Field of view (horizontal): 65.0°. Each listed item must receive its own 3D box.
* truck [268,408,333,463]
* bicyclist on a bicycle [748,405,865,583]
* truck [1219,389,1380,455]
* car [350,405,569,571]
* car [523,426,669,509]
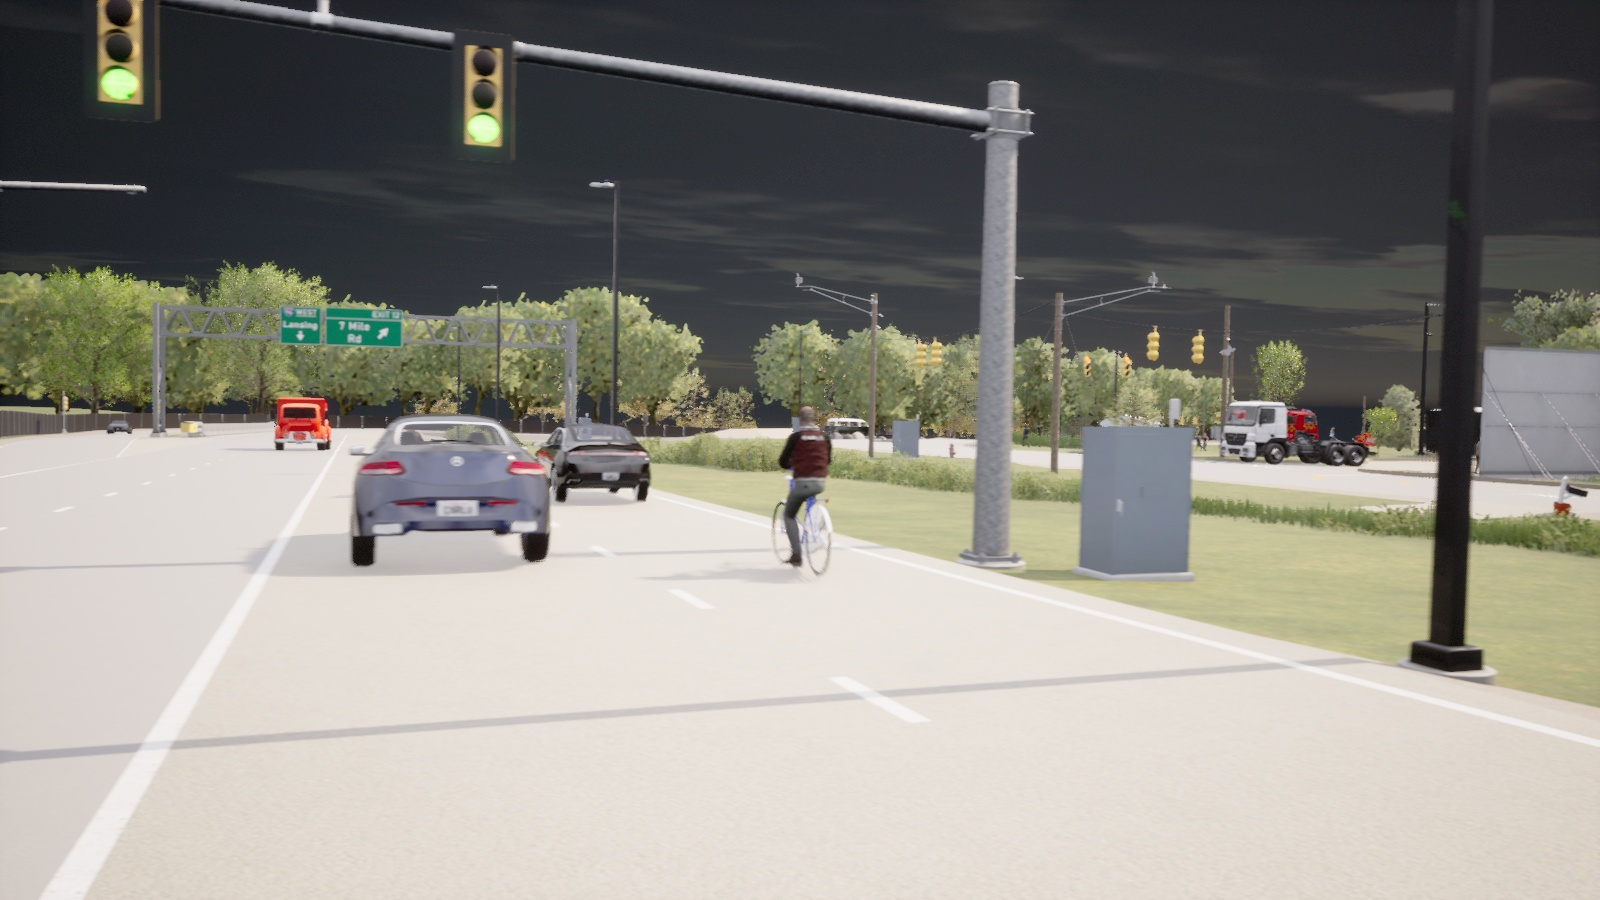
[{"bbox_3d":[-23.565,-0.716,59.449,2.627,2.467,5.204,-1,1,-19],"label":"truck"},{"bbox_3d":[0.039,0.417,13.491,0.659,1.776,1.843,-1,2,-19],"label":"bicyclist on a bicycle"},{"bbox_3d":[27.373,-1.535,68.876,7.936,3.462,2.891,0,2,-14],"label":"truck"},{"bbox_3d":[-4.308,0.327,15.295,2.152,1.651,5.027,-1,1,-19],"label":"car"},{"bbox_3d":[-4.316,0.275,25.866,2.128,1.511,4.902,-1,1,-19],"label":"car"}]
